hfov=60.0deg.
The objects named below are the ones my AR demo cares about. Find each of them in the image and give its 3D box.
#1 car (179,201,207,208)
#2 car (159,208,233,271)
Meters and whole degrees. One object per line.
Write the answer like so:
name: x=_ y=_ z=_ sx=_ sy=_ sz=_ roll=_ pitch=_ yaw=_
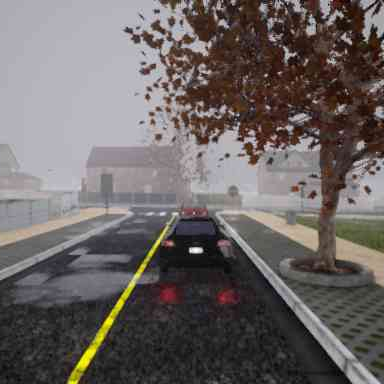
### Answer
car: x=0.061 y=1.265 z=21.822 sx=1.895 sy=1.301 sz=4.718 roll=0 pitch=1 yaw=-1
car: x=0.098 y=1.402 z=10.285 sx=1.994 sy=1.385 sz=4.181 roll=0 pitch=1 yaw=0
